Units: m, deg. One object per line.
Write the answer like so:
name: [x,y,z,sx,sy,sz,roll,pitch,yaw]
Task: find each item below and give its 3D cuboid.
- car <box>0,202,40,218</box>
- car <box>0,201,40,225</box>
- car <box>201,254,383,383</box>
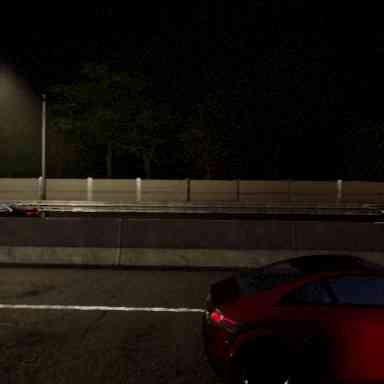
car: [-11.293,1.370,19.029,4.902,1.511,2.128,1,0,2]
car: [-13.094,1.386,22.588,4.674,1.442,1.812,0,0,2]
car: [2.219,1.581,4.385,4.181,1.385,1.994,1,0,2]
